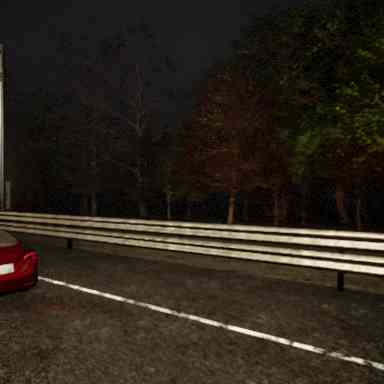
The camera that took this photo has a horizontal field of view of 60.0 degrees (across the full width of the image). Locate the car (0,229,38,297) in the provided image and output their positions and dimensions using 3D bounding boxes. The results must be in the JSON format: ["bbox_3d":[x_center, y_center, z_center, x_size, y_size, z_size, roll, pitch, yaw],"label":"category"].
[{"bbox_3d":[-5.561,1.564,7.825,4.792,1.488,2.163,0,0,35],"label":"car"}]
